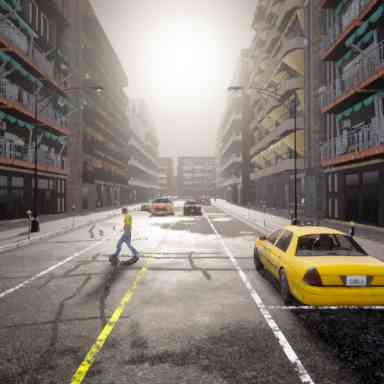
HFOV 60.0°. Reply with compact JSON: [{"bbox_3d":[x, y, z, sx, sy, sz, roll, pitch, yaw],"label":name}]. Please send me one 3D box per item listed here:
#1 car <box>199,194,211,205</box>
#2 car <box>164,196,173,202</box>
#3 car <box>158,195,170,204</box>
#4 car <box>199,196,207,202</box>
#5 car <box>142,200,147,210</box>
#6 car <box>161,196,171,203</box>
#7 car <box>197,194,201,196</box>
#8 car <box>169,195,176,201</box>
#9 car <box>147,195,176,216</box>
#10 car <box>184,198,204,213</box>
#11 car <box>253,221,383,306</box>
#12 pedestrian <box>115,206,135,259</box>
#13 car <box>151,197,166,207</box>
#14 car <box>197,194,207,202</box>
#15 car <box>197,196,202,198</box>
[{"bbox_3d":[2.500,1.564,59.454,1.752,1.417,4.829,1,0,0],"label":"car"},{"bbox_3d":[-5.402,1.593,75.765,1.752,1.417,4.829,1,0,0],"label":"car"},{"bbox_3d":[-5.386,1.487,64.808,1.967,1.590,4.097,1,0,0],"label":"car"},{"bbox_3d":[2.477,1.650,75.974,1.802,1.307,4.206,1,0,0],"label":"car"},{"bbox_3d":[-5.358,1.546,42.382,1.752,1.417,4.829,1,0,0],"label":"car"},{"bbox_3d":[-5.394,1.582,70.201,1.752,1.417,4.829,1,0,0],"label":"car"},{"bbox_3d":[2.486,1.497,70.411,1.967,1.590,4.097,1,0,0],"label":"car"},{"bbox_3d":[-5.429,1.634,92.458,1.752,1.417,4.829,1,0,0],"label":"car"},{"bbox_3d":[-2.892,1.366,33.018,2.097,1.767,4.553,0,0,0],"label":"car"},{"bbox_3d":[0.044,1.618,36.872,1.895,1.301,4.718,0,0,0],"label":"car"},{"bbox_3d":[2.740,1.458,8.114,1.801,1.575,5.366,0,0,0],"label":"car"},{"bbox_3d":[-2.232,1.297,11.113,0.375,1.860,0.375,1,-1,0],"label":"pedestrian"},{"bbox_3d":[-5.373,1.598,53.679,1.947,1.339,4.313,1,0,0],"label":"car"},{"bbox_3d":[2.473,1.396,81.540,2.192,1.841,5.009,1,0,0],"label":"car"},{"bbox_3d":[0.014,1.589,46.814,1.994,1.385,4.181,0,0,0],"label":"car"}]
